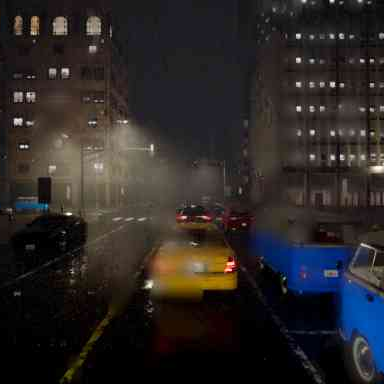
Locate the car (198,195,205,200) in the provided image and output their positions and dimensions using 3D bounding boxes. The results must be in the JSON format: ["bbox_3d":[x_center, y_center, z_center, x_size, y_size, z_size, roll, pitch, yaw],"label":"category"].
[{"bbox_3d":[2.690,1.472,91.624,1.752,1.417,4.829,1,0,0],"label":"car"}]

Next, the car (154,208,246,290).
[{"bbox_3d":[0.096,1.458,9.056,1.801,1.575,5.366,0,0,0],"label":"car"}]

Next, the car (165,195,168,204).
[{"bbox_3d":[-5.684,1.425,57.546,1.967,1.590,4.097,1,0,0],"label":"car"}]

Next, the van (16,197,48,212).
[{"bbox_3d":[-19.740,1.524,40.761,3.998,1.788,1.690,0,0,1],"label":"van"}]

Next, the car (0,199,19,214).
[{"bbox_3d":[-19.847,1.620,32.380,4.403,1.369,2.008,0,0,1],"label":"car"}]

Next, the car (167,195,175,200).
[{"bbox_3d":[-5.690,1.472,91.285,1.752,1.417,4.829,1,0,0],"label":"car"}]

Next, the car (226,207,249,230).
[{"bbox_3d":[2.698,1.545,19.450,1.887,1.381,4.507,1,0,0],"label":"car"}]

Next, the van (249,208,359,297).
[{"bbox_3d":[2.702,1.343,8.296,1.690,1.788,3.998,1,0,0],"label":"van"}]

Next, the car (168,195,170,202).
[{"bbox_3d":[-5.687,1.560,63.196,1.802,1.307,4.206,1,0,0],"label":"car"}]

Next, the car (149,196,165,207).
[{"bbox_3d":[-5.686,1.572,51.893,1.802,1.307,4.206,1,0,0],"label":"car"}]

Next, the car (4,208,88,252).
[{"bbox_3d":[-5.682,1.567,13.878,1.947,1.339,4.313,1,0,0],"label":"car"}]

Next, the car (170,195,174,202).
[{"bbox_3d":[-5.688,1.517,74.499,2.008,1.369,4.403,1,0,0],"label":"car"}]

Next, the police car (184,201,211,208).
[{"bbox_3d":[0.102,1.505,19.375,2.038,1.542,4.974,0,0,0],"label":"police car"}]

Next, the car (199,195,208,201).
[{"bbox_3d":[2.691,1.510,80.150,2.008,1.369,4.403,1,0,0],"label":"car"}]

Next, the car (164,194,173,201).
[{"bbox_3d":[-5.687,1.400,80.151,1.967,1.590,4.097,1,0,0],"label":"car"}]

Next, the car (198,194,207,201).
[{"bbox_3d":[2.692,1.394,85.803,1.967,1.590,4.097,1,0,0],"label":"car"}]

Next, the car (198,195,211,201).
[{"bbox_3d":[2.693,1.529,63.196,2.008,1.369,4.403,1,0,0],"label":"car"}]

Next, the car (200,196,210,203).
[{"bbox_3d":[2.693,1.517,68.848,1.887,1.381,4.507,1,0,0],"label":"car"}]

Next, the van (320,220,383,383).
[{"bbox_3d":[2.703,1.342,2.720,1.690,1.788,3.998,1,0,0],"label":"van"}]
